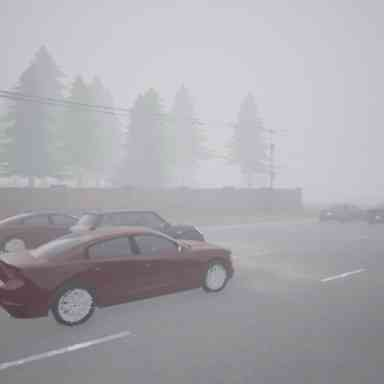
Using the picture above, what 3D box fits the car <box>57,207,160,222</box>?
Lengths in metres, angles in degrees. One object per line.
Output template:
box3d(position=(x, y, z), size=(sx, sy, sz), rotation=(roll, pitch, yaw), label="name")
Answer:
box3d(position=(-1.761, 1.340, 11.088), size=(4.553, 1.767, 2.097), rotation=(0, 0, -35), label="car")

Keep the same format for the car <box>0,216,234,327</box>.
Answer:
box3d(position=(-1.311, 1.471, 7.109), size=(5.008, 1.535, 1.882), rotation=(0, 0, -35), label="car")

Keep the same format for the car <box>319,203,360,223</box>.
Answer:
box3d(position=(11.335, 1.505, 24.726), size=(4.181, 1.385, 1.994), rotation=(0, 0, -35), label="car")

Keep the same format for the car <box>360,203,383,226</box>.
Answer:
box3d(position=(13.446, 1.420, 21.931), size=(5.008, 1.535, 1.882), rotation=(0, 0, -36), label="car")

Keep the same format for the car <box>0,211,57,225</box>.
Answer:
box3d(position=(-5.336, 1.471, 12.837), size=(5.008, 1.535, 1.882), rotation=(0, 0, -36), label="car")
